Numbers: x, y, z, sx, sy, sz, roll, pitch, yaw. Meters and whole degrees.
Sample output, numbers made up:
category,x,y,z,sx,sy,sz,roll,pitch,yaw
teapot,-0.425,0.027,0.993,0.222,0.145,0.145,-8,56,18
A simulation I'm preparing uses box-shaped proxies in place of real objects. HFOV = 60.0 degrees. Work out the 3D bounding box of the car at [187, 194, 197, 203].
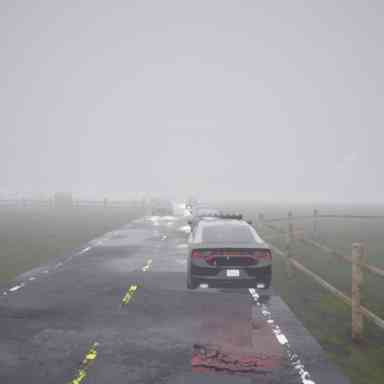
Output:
category,x,y,z,sx,sy,sz,roll,pitch,yaw
car,0.016,1.336,66.887,2.097,1.767,4.553,0,0,0

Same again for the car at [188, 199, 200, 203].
category,x,y,z,sx,sy,sz,roll,pitch,yaw
car,0.830,1.522,25.167,1.812,1.442,4.674,0,0,0

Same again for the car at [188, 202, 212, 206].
category,x,y,z,sx,sy,sz,roll,pitch,yaw
car,0.828,1.523,19.167,1.812,1.442,4.674,0,0,0

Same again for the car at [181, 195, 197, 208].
category,x,y,z,sx,sy,sz,roll,pitch,yaw
car,0.038,1.540,45.720,2.033,1.411,5.357,0,0,1

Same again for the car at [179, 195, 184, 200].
category,x,y,z,sx,sy,sz,roll,pitch,yaw
car,-2.728,1.514,93.465,2.033,1.411,5.357,0,0,0

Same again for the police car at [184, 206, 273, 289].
category,x,y,z,sx,sy,sz,roll,pitch,yaw
police car,0.826,1.424,9.277,1.930,1.638,5.238,0,0,0

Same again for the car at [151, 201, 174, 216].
category,x,y,z,sx,sy,sz,roll,pitch,yaw
car,-2.742,1.560,31.881,1.994,1.385,4.181,0,0,0
